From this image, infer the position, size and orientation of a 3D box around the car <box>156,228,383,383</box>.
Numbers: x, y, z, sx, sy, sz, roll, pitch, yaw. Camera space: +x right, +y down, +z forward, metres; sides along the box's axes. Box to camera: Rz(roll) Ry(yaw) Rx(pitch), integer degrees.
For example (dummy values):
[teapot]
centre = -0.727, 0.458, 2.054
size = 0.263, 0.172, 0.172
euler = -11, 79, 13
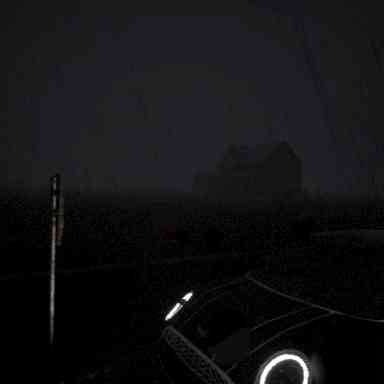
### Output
[car]
centre = 1.891, 1.285, 3.903
size = 4.553, 1.767, 2.097
euler = 0, 2, -29
